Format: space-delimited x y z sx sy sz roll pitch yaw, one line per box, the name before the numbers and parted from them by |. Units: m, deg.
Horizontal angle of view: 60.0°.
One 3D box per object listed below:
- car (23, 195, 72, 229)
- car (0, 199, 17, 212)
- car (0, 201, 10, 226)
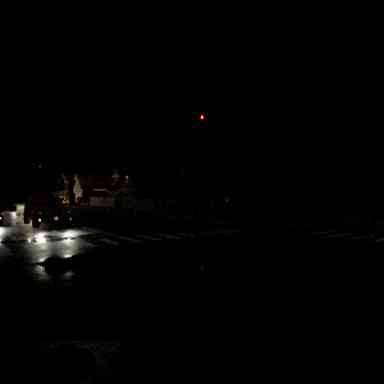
car | -9.915 1.266 22.575 2.150 2.045 5.566 0 0 -36
car | -22.223 1.620 39.624 1.812 1.442 4.674 0 0 -36
car | -14.301 1.591 23.075 2.033 1.411 5.357 0 0 -36
